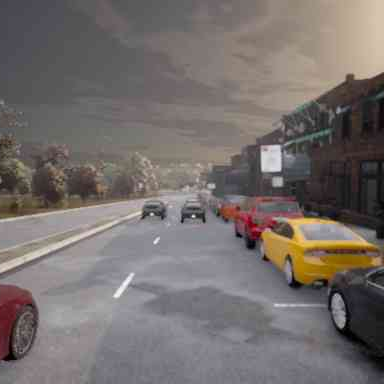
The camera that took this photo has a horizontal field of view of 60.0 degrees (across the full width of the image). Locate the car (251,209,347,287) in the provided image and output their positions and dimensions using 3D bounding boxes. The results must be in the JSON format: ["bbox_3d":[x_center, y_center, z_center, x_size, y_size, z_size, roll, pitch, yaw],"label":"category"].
[{"bbox_3d":[3.226,1.473,9.341,2.097,1.535,5.008,0,0,0],"label":"car"}]

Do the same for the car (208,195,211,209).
[{"bbox_3d":[3.230,1.328,36.941,2.185,1.767,4.553,0,0,0],"label":"car"}]

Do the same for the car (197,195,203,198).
[{"bbox_3d":[0.106,1.495,42.945,1.812,1.442,4.674,0,0,0],"label":"car"}]

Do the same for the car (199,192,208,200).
[{"bbox_3d":[3.217,1.163,92.253,2.435,2.045,5.566,0,0,0],"label":"car"}]

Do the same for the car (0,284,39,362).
[{"bbox_3d":[-3.150,1.524,2.947,1.812,1.442,4.674,0,0,0],"label":"car"}]

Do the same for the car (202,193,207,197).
[{"bbox_3d":[3.232,1.435,59.132,1.946,1.575,5.366,0,0,0],"label":"car"}]

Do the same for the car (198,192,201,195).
[{"bbox_3d":[3.225,1.423,81.043,2.231,1.521,4.892,0,0,0],"label":"car"}]

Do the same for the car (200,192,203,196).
[{"bbox_3d":[3.235,1.309,64.442,2.185,1.767,4.553,0,0,0],"label":"car"}]

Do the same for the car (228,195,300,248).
[{"bbox_3d":[3.227,1.218,14.774,2.435,2.045,5.566,0,0,0],"label":"car"}]

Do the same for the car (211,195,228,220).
[{"bbox_3d":[3.230,1.332,31.416,2.185,1.767,4.553,0,0,0],"label":"car"}]

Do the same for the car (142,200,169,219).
[{"bbox_3d":[-3.146,1.484,28.528,1.837,1.490,4.892,0,0,0],"label":"car"}]

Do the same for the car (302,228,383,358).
[{"bbox_3d":[3.226,1.478,3.815,2.231,1.521,4.892,0,0,0],"label":"car"}]

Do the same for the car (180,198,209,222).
[{"bbox_3d":[0.103,1.487,26.340,1.837,1.490,4.892,0,0,0],"label":"car"}]

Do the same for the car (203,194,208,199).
[{"bbox_3d":[3.231,1.447,47.891,2.231,1.521,4.892,0,0,0],"label":"car"}]
